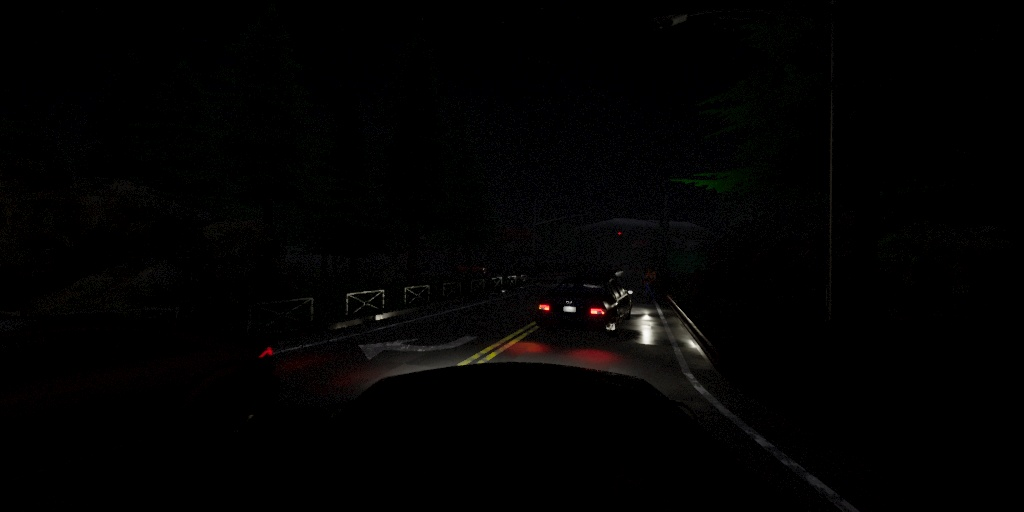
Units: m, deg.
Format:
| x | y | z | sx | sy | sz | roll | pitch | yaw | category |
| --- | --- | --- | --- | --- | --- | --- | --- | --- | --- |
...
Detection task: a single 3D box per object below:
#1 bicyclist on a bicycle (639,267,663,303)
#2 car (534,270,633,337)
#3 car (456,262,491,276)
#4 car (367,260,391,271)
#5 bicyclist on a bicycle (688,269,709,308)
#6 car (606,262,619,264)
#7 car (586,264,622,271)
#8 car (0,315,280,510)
| x | y | z | sx | sy | sz | roll | pitch | yaw | category |
| --- | --- | --- | --- | --- | --- | --- | --- | --- | --- |
| 6.417 | 1.351 | 16.487 | 1.656 | 1.620 | 0.582 | 1 | -1 | -31 | bicyclist on a bicycle |
| 2.296 | 1.283 | 10.277 | 2.033 | 1.411 | 5.357 | 1 | -1 | 24 | car |
| -4.905 | 1.579 | 44.554 | 4.553 | 1.767 | 2.097 | 1 | -1 | 20 | car |
| -17.542 | 1.400 | 49.144 | 4.553 | 1.767 | 2.097 | 1 | -1 | 21 | car |
| 7.863 | 1.363 | 15.106 | 1.656 | 1.620 | 0.582 | 1 | -1 | -34 | bicyclist on a bicycle |
| 15.578 | 1.988 | 57.917 | 2.097 | 1.767 | 4.553 | 1 | -1 | 20 | car |
| 7.243 | 1.653 | 30.601 | 2.033 | 1.411 | 5.357 | 1 | -1 | 37 | car |
| -4.448 | 1.260 | 3.011 | 1.994 | 1.385 | 4.181 | 1 | 0 | 29 | car |
